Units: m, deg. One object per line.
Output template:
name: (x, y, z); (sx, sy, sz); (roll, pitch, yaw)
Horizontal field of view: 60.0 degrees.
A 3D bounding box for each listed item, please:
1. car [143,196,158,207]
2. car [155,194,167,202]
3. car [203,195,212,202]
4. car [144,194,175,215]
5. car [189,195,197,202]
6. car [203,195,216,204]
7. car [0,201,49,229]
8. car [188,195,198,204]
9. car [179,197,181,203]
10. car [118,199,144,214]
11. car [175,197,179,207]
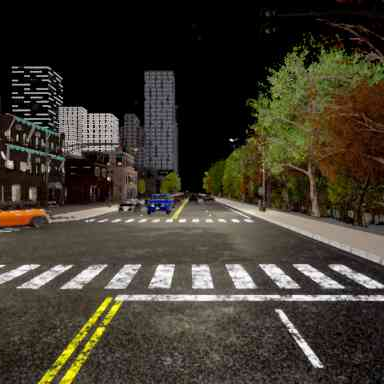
car: (-6.476, 1.486, 52.419); (1.837, 1.490, 4.892); (0, 0, 0)
car: (-6.348, 1.153, 68.234); (2.128, 1.511, 4.902); (0, 0, 0)
car: (3.414, 1.448, 74.257); (1.882, 1.535, 5.008); (0, 0, 0)
car: (-3.275, 1.211, 34.425); (2.150, 2.045, 5.566); (0, 0, 0)
car: (0.180, 1.494, 75.592); (1.812, 1.442, 4.674); (0, 0, 0)
car: (3.494, 1.467, 63.987); (2.128, 1.511, 4.902); (0, 0, 0)
car: (-11.121, 1.402, 19.919); (4.553, 1.767, 2.097); (-1, 0, -36)
car: (0.246, 1.480, 65.255); (1.837, 1.490, 4.892); (0, 0, 0)
car: (-3.119, 1.576, 66.335); (1.895, 1.301, 4.718); (0, 0, 0)
car: (-6.523, 1.480, 35.249); (2.128, 1.511, 4.902); (0, 0, 0)
car: (-3.247, 1.476, 45.537); (2.128, 1.511, 4.902); (0, 0, 0)
